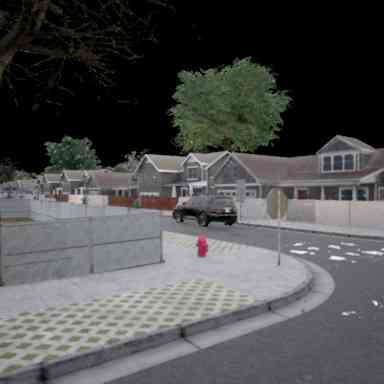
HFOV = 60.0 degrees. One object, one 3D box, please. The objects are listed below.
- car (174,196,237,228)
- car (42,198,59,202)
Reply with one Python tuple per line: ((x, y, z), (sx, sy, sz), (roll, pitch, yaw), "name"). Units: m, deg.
((0.794, 1.266, 22.777), (2.150, 2.045, 5.566), (2, -1, -31), "car")
((-19.766, 1.513, 46.179), (1.882, 1.535, 5.008), (0, 0, -36), "car")
